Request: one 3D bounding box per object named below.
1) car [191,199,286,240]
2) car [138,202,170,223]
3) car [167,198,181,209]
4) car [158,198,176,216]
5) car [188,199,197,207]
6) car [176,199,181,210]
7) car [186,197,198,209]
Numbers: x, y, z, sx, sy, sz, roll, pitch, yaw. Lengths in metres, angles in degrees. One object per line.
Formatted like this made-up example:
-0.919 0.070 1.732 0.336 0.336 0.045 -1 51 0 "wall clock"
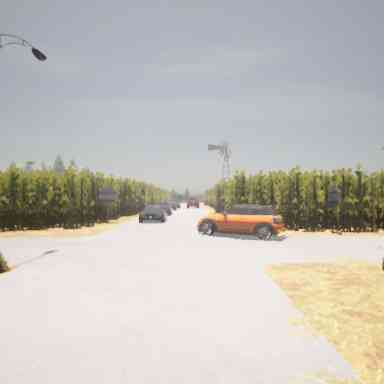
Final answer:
2.588 1.454 17.832 4.553 1.767 2.097 1 0 28 "car"
-3.150 1.757 27.378 1.994 1.385 4.181 0 -1 0 "car"
-3.060 1.957 56.486 2.097 1.767 4.553 0 -1 1 "car"
-3.132 1.734 36.245 1.837 1.490 4.892 0 0 0 "car"
0.119 2.333 69.124 1.882 1.535 5.008 0 -1 0 "car"
-3.106 1.828 46.506 2.128 1.511 4.902 0 -1 0 "car"
0.202 1.876 58.577 2.150 2.045 5.566 0 -1 0 "car"
